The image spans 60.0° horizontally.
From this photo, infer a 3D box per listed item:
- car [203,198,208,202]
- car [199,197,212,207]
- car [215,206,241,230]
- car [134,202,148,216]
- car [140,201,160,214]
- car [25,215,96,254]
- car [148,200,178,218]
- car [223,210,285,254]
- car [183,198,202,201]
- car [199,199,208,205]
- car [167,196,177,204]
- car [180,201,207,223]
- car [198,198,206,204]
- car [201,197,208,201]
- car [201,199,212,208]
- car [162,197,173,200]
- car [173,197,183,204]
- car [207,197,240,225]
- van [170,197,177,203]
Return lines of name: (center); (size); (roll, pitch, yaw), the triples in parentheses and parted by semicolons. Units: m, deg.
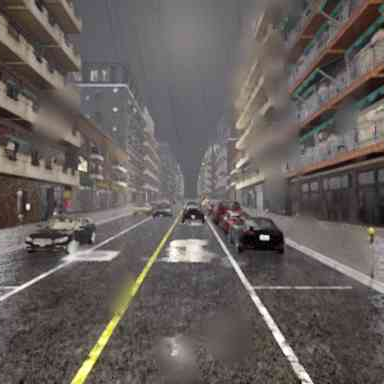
car: (2.598, 1.746, 36.584); (1.967, 1.590, 4.097); (2, -1, 0)
car: (2.606, 1.886, 64.908); (2.192, 1.841, 5.009); (2, -1, 0)
car: (2.591, 1.741, 19.593); (1.802, 1.307, 4.206); (2, 0, 0)
car: (-5.284, 1.830, 36.420); (1.752, 1.417, 4.829); (2, 0, 0)
car: (-5.283, 1.902, 42.255); (1.887, 1.381, 4.507); (2, -1, 0)
car: (-5.288, 1.664, 13.937); (2.008, 1.369, 4.403); (2, 0, 0)
car: (-2.840, 1.824, 33.416); (2.033, 1.411, 5.357); (0, 0, 0)
car: (2.591, 1.679, 13.930); (1.947, 1.339, 4.313); (2, 0, 0)
car: (0.058, 1.834, 44.667); (1.801, 1.575, 5.366); (0, -1, 0)
car: (2.600, 2.231, 76.233); (2.008, 1.369, 4.403); (2, -1, 0)
car: (-5.270, 2.113, 87.571); (2.192, 1.841, 5.009); (2, -1, 0)
car: (0.101, 1.757, 28.134); (1.812, 1.442, 4.674); (0, 0, 0)
car: (2.603, 2.324, 87.732); (1.752, 1.417, 4.829); (2, -1, 0)
car: (2.598, 1.797, 42.250); (1.967, 1.590, 4.097); (2, -1, 0)
car: (2.599, 2.043, 59.411); (1.752, 1.417, 4.829); (2, -1, 0)
car: (-5.277, 2.011, 64.914); (1.967, 1.590, 4.097); (2, -1, 0)
car: (-2.737, 1.916, 74.643); (2.097, 1.767, 4.553); (0, -1, 0)
car: (2.600, 1.522, 25.260); (2.192, 1.841, 5.009); (2, 0, 0)
van: (-5.270, 2.201, 93.234); (1.690, 1.788, 3.998); (2, -1, 0)
